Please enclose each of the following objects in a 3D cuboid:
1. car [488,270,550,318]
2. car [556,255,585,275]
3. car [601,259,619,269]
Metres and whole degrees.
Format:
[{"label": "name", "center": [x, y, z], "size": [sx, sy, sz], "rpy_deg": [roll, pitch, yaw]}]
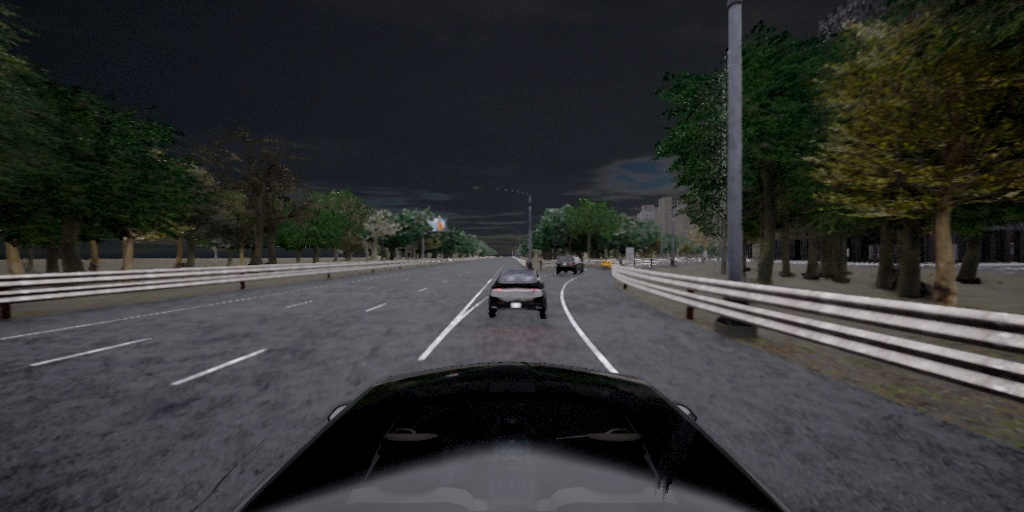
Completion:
[{"label": "car", "center": [0.310, 1.232, 12.964], "size": [2.128, 1.511, 4.902], "rpy_deg": [0, 0, 4]}, {"label": "car", "center": [6.414, 0.942, 39.154], "size": [2.150, 2.045, 5.566], "rpy_deg": [0, 0, 22]}, {"label": "car", "center": [15.526, 1.162, 55.713], "size": [1.882, 1.535, 5.008], "rpy_deg": [0, 0, 35]}]
